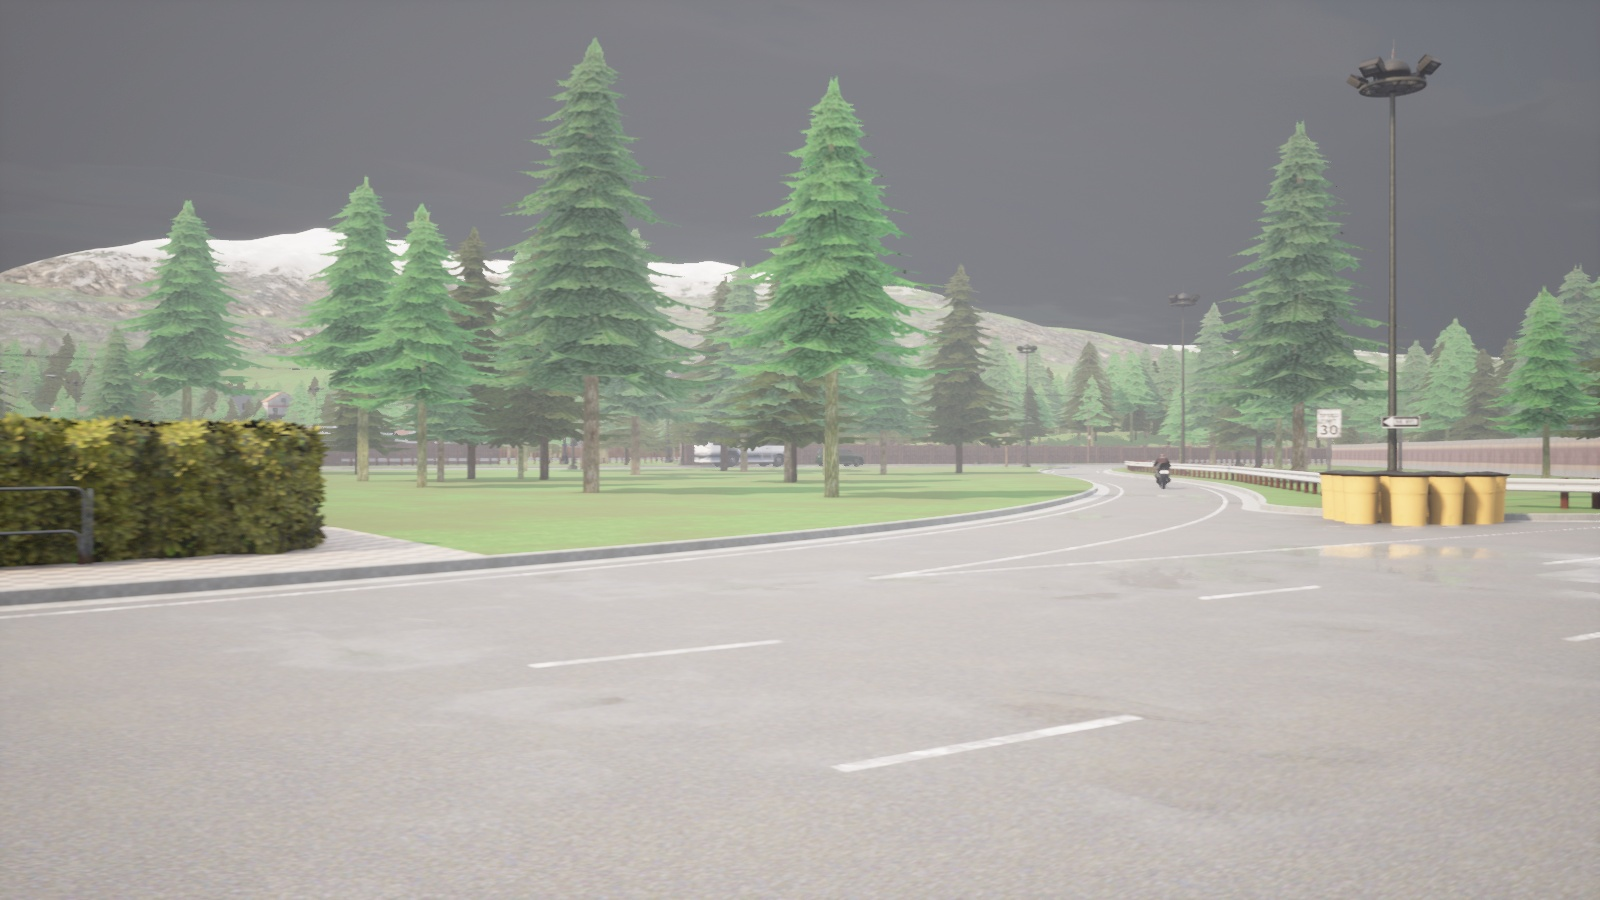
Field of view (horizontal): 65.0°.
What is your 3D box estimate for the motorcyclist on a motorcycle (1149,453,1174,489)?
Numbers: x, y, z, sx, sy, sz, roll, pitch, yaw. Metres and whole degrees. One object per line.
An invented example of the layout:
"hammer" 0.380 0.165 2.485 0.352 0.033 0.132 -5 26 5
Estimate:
"motorcyclist on a motorcycle" 15.497 0.879 53.838 0.866 1.530 2.191 0 0 12
